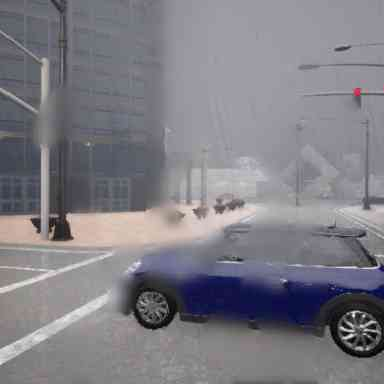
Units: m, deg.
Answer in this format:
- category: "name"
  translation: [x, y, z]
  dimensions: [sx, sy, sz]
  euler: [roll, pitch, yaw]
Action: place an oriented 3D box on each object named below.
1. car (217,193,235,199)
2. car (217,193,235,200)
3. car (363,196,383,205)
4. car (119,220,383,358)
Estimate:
- category: "car"
  translation: [9.604, 1.169, 94.057]
  dimensions: [4.892, 1.490, 1.837]
  euler: [0, 0, -13]
- category: "car"
  translation: [8.494, 1.052, 85.291]
  dimensions: [2.097, 1.767, 4.553]
  euler: [0, 0, 27]
- category: "car"
  translation: [31.593, 1.410, 56.671]
  dimensions: [4.902, 1.511, 2.128]
  euler: [0, 0, -18]
- category: "car"
  translation: [1.006, 1.335, 5.905]
  dimensions: [4.553, 1.767, 2.097]
  euler: [0, 0, 17]
